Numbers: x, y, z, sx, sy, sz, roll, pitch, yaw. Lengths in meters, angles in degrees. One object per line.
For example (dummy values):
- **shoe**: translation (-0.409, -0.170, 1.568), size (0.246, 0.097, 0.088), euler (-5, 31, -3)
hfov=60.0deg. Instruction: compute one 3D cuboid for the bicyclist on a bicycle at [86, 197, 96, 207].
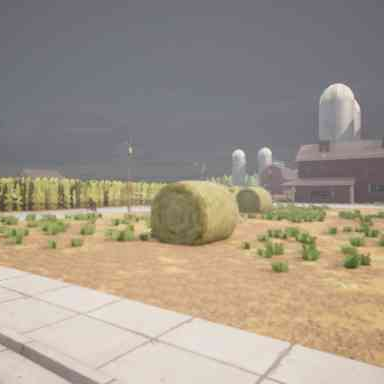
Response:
- **bicyclist on a bicycle**: translation (-9.593, 1.296, 31.665), size (1.656, 1.620, 0.582), euler (0, 0, 33)
